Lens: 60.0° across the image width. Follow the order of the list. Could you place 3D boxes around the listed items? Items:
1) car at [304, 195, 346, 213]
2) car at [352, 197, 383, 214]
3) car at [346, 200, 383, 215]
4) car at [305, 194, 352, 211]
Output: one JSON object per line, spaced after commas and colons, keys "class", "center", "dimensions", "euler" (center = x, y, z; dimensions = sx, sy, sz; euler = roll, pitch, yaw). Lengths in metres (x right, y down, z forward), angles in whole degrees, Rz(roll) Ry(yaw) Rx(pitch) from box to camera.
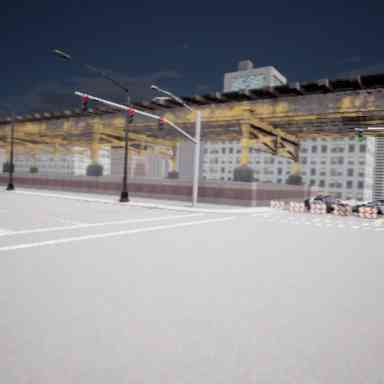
{"class": "car", "center": [12.669, 1.098, 31.234], "dimensions": [2.038, 1.542, 4.974], "euler": [2, 2, -12]}
{"class": "car", "center": [16.514, 1.188, 28.615], "dimensions": [4.536, 1.218, 1.853], "euler": [3, 2, -2]}
{"class": "car", "center": [16.455, 1.343, 28.618], "dimensions": [4.974, 1.542, 2.038], "euler": [3, 2, -2]}
{"class": "car", "center": [12.666, 0.939, 31.280], "dimensions": [1.853, 1.218, 4.536], "euler": [2, 2, -12]}
